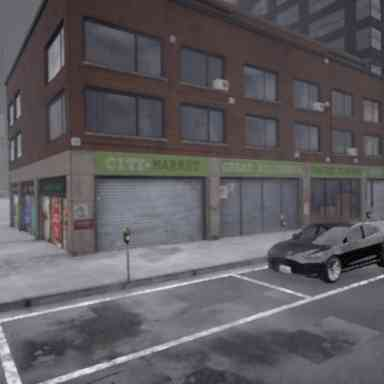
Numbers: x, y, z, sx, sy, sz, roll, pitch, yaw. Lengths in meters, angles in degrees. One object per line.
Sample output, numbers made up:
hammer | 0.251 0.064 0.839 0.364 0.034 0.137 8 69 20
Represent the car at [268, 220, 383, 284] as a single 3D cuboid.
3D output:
car | 4.058 1.507 9.435 4.313 1.339 1.947 0 0 -35
